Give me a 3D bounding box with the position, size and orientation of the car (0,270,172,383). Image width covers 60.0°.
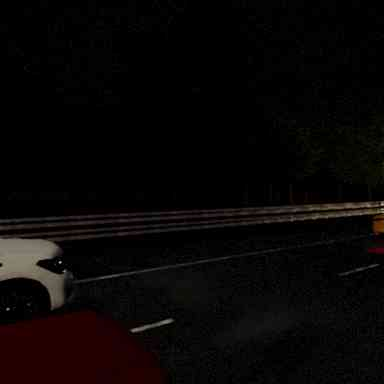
[{"bbox_3d":[-2.407,1.605,2.030,4.718,1.301,1.895,0,0,-36],"label":"car"}]

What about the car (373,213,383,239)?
[{"bbox_3d":[10.386,1.376,15.472,5.008,1.535,1.882,0,0,-36],"label":"car"}]

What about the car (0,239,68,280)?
[{"bbox_3d":[-4.644,1.227,4.730,5.566,2.045,2.150,0,0,-36],"label":"car"}]
